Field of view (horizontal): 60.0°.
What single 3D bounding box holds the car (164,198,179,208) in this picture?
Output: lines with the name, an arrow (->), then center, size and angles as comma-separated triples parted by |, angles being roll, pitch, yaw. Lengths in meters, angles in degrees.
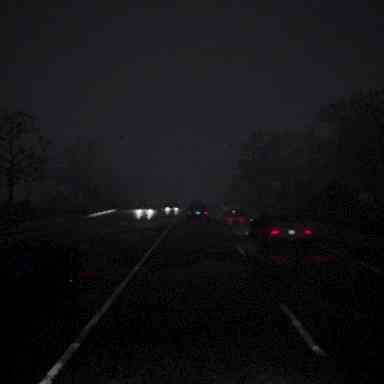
car -> -2.873, 1.586, 48.314 | 1.994, 1.385, 4.181 | 0, 0, 1

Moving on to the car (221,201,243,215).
car -> 4.092, 1.621, 34.592 | 1.895, 1.301, 4.718 | 0, 0, 1

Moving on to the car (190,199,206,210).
car -> 0.724, 1.585, 43.053 | 1.994, 1.385, 4.181 | 0, 0, 1

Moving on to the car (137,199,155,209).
car -> -6.413, 1.618, 46.237 | 1.895, 1.301, 4.718 | 0, 0, 1

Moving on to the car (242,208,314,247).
car -> 3.785, 1.558, 14.965 | 2.033, 1.411, 5.357 | 0, 0, 1

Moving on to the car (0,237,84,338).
car -> -3.548, 1.547, 5.778 | 2.033, 1.411, 5.357 | 0, 0, 1

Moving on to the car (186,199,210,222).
car -> 0.464, 1.561, 26.441 | 2.033, 1.411, 5.357 | 0, 0, 1
